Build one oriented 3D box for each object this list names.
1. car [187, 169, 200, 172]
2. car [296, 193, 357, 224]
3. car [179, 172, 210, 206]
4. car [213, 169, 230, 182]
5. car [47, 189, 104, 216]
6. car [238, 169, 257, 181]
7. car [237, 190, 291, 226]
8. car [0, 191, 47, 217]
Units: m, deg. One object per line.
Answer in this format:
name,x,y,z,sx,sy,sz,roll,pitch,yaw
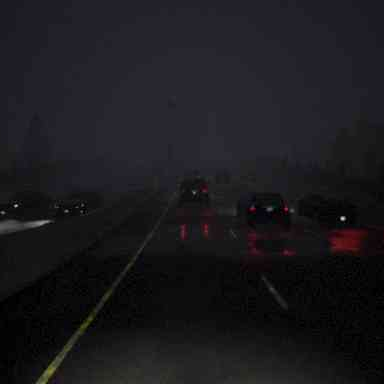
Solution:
car,0.195,-2.100,41.075,2.097,1.767,4.553,0,8,1
car,7.139,0.788,18.100,1.837,1.490,4.892,0,5,0
car,0.176,-0.161,25.109,2.150,2.045,5.566,0,6,0
car,3.779,-2.144,42.432,2.128,1.511,4.902,0,8,0
car,-6.948,0.603,20.846,1.837,1.490,4.892,0,5,0
car,7.286,-2.344,43.773,1.882,1.535,5.008,0,8,0
car,3.637,0.666,17.619,2.097,1.767,4.553,0,4,0
car,-10.506,0.658,20.722,1.895,1.301,4.718,0,5,1
